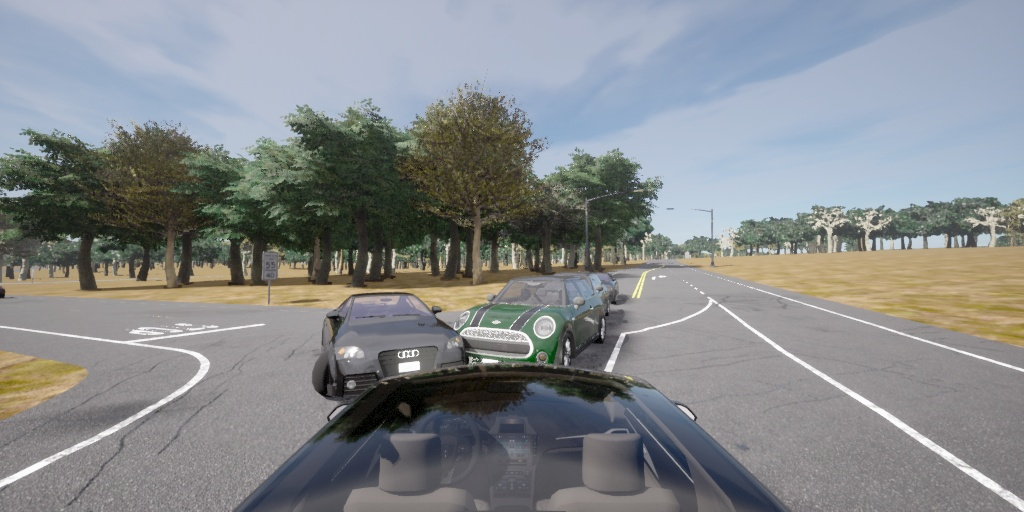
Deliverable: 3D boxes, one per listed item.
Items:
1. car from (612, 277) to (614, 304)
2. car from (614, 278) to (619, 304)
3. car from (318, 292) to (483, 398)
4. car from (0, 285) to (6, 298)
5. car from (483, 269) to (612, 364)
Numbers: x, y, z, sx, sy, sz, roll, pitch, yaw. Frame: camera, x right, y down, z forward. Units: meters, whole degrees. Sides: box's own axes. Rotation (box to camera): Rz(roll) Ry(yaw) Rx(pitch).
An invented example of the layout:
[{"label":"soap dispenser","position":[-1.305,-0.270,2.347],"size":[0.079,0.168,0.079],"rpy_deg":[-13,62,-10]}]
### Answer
[{"label":"car","position":[2.025,1.344,12.117],"size":[2.097,1.767,4.553],"rpy_deg":[-1,-1,21]},{"label":"car","position":[4.219,1.509,17.844],"size":[1.994,1.385,4.181],"rpy_deg":[-1,0,19]},{"label":"car","position":[-2.353,1.376,6.599],"size":[1.994,1.385,4.181],"rpy_deg":[1,-2,-29]},{"label":"car","position":[-40.859,2.560,27.362],"size":[4.181,1.385,1.994],"rpy_deg":[-2,-3,22]},{"label":"car","position":[0.619,1.218,7.804],"size":[2.097,1.767,4.553],"rpy_deg":[-1,-2,26]}]
